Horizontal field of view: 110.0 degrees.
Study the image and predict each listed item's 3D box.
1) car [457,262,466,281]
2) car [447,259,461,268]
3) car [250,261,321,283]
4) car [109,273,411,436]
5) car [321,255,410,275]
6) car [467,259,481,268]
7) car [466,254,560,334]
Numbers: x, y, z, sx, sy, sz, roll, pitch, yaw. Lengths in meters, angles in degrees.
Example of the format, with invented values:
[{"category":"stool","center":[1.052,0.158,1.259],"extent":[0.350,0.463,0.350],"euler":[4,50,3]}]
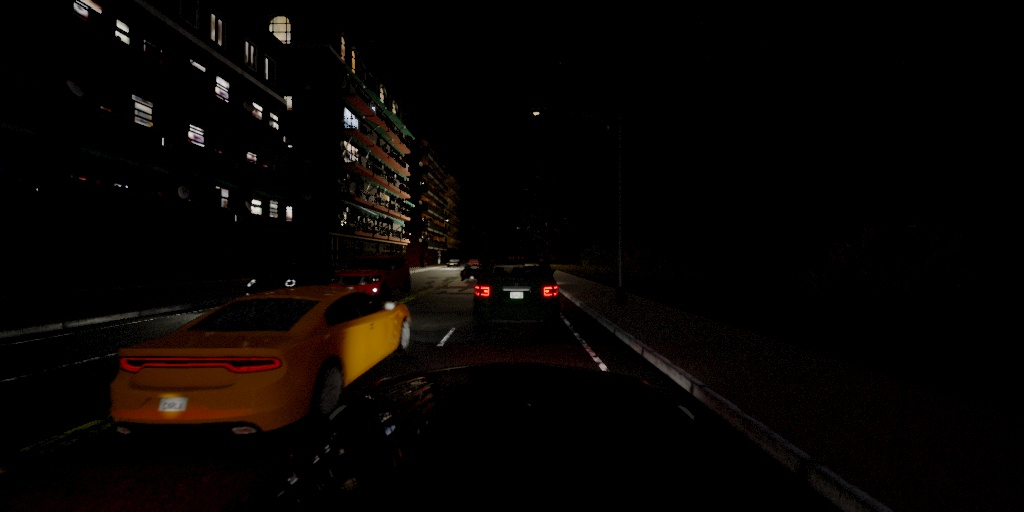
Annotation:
[{"category":"car","center":[-3.064,1.353,29.895],"extent":[1.895,1.301,4.718],"euler":[0,0,0]},{"category":"car","center":[-9.650,1.242,59.867],"extent":[2.128,1.511,4.902],"euler":[0,0,0]},{"category":"car","center":[-9.807,1.104,16.475],"extent":[2.097,1.767,4.553],"euler":[0,0,0]},{"category":"car","center":[-3.139,1.228,5.807],"extent":[1.882,1.535,5.008],"euler":[0,0,0]},{"category":"car","center":[-6.554,0.973,17.318],"extent":[2.150,2.045,5.566],"euler":[0,0,0]},{"category":"car","center":[-6.396,1.227,60.534],"extent":[1.882,1.535,5.008],"euler":[0,0,0]},{"category":"car","center":[0.121,0.973,10.733],"extent":[2.150,2.045,5.566],"euler":[0,0,0]}]
